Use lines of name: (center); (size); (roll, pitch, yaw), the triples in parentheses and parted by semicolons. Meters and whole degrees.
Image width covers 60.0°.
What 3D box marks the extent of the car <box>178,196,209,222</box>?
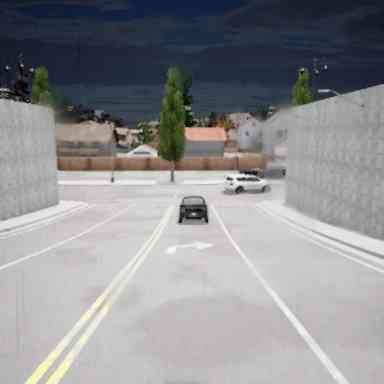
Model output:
car: (0.097, 0.977, 22.003); (1.882, 1.535, 5.008); (0, 4, 0)

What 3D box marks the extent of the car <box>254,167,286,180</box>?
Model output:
car: (12.159, -2.823, 50.022); (4.553, 1.767, 2.097); (0, 10, -1)

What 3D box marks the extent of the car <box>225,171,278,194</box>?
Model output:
car: (6.487, -0.938, 38.191); (5.566, 2.045, 2.150); (-2, 9, -18)

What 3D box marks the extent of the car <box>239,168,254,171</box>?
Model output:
car: (9.698, -3.164, 53.469); (4.718, 1.301, 1.895); (0, 10, -1)
